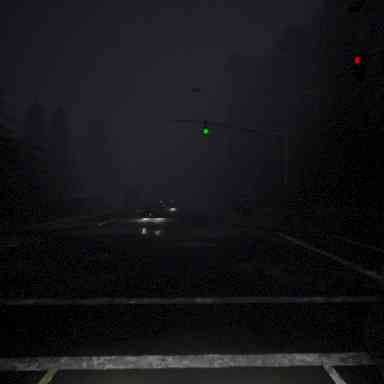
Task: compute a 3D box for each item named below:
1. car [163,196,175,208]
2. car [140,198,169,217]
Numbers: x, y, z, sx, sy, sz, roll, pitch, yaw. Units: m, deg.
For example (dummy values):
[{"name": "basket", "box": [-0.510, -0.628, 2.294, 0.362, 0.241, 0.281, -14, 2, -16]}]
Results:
[{"name": "car", "box": [-3.561, 1.395, 48.689, 2.097, 1.767, 4.553, 0, 0, 0]}, {"name": "car", "box": [-3.591, 1.575, 31.398, 2.033, 1.411, 5.357, 0, 0, 0]}]
